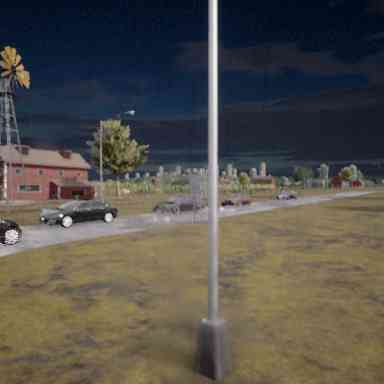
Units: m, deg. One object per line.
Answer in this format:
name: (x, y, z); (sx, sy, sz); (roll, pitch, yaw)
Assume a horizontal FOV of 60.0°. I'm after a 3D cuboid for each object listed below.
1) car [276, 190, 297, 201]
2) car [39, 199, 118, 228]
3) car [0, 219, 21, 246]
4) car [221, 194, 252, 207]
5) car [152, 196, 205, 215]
car: (13.847, 0.486, 48.540); (2.128, 1.511, 4.902); (1, 2, 36)
car: (-6.763, 1.215, 20.233); (1.837, 1.490, 4.892); (1, 2, 37)
car: (-8.191, 1.436, 11.872); (1.837, 1.490, 4.892); (-3, 1, 6)
car: (4.885, 0.874, 36.281); (1.994, 1.385, 4.181); (1, 2, 35)
car: (-0.960, 1.061, 28.206); (2.033, 1.411, 5.357); (1, 2, 36)
